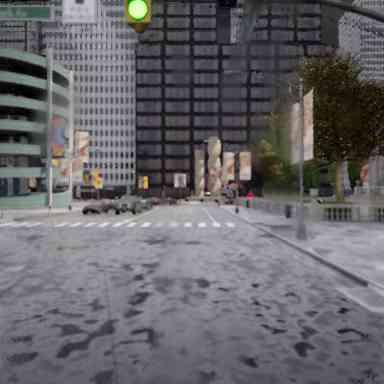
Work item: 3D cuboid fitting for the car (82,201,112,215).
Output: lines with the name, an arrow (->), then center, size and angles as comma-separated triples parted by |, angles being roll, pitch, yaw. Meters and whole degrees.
car -> -10.549, 1.720, 36.981 | 2.033, 1.411, 5.357 | 0, 0, 0

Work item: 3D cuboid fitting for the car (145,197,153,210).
car -> -7.035, 1.746, 47.117 | 1.812, 1.442, 4.674 | 0, 0, 1

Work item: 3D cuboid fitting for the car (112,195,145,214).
car -> -7.056, 1.397, 37.484 | 2.150, 2.045, 5.566 | 0, 0, 0

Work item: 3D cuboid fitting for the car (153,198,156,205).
car -> -7.933, 1.817, 57.735 | 2.033, 1.411, 5.357 | 0, 0, -10

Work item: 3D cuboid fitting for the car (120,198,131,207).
car -> -11.379, 1.771, 57.076 | 1.837, 1.490, 4.892 | 0, 0, -10

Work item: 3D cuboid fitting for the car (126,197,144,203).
car -> -13.012, 1.855, 75.665 | 1.994, 1.385, 4.181 | 0, 0, -43

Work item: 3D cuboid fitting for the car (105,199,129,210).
car -> -10.523, 1.767, 47.056 | 2.033, 1.411, 5.357 | 0, 0, 1

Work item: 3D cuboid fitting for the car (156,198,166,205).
car -> -7.452, 1.913, 66.975 | 1.895, 1.301, 4.718 | 0, 0, -25

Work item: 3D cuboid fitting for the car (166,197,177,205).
car -> -4.714, 1.824, 69.287 | 1.837, 1.490, 4.892 | 0, 0, -29

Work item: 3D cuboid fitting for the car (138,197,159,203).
car -> -10.281, 1.843, 77.855 | 2.033, 1.411, 5.357 | 0, 0, -43
